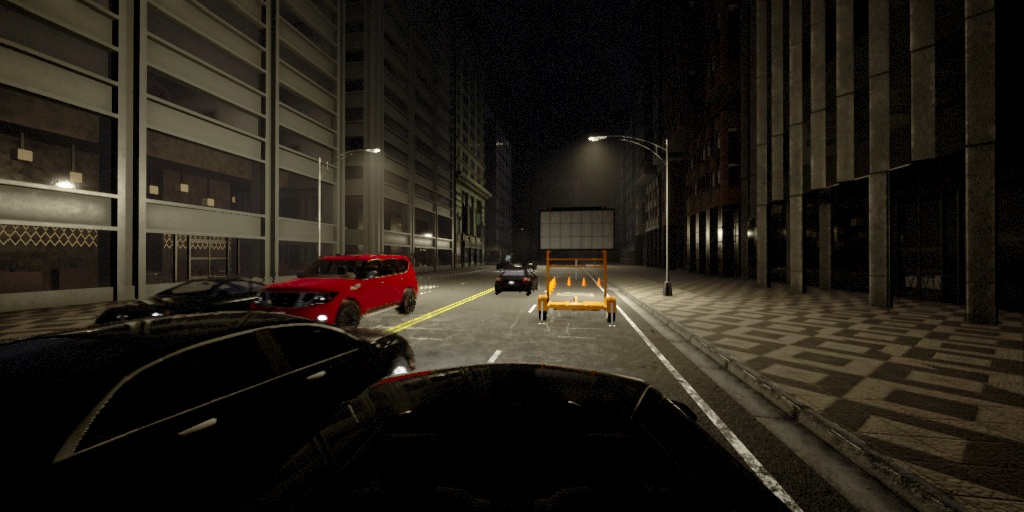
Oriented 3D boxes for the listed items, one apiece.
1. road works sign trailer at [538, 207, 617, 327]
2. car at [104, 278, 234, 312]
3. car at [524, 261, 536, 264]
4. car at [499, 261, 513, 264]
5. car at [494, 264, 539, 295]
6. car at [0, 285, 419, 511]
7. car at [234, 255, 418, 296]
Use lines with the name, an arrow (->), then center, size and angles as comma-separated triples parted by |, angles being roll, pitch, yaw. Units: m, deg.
road works sign trailer -> 2.095, 0.220, 11.710 | 2.380, 3.560, 2.880 | 0, 0, 10
car -> -8.228, 1.315, 9.793 | 1.994, 1.385, 4.181 | 0, 0, 10
car -> 2.543, 1.401, 53.295 | 2.033, 1.411, 5.357 | 0, 0, 10
car -> -0.996, 1.395, 51.898 | 2.033, 1.411, 5.357 | 0, 0, 10
car -> 0.332, 1.330, 20.057 | 1.994, 1.385, 4.181 | 0, 0, 10
car -> -2.563, 1.254, 3.193 | 1.837, 1.490, 4.892 | 0, 0, 10
car -> -4.765, 0.974, 10.761 | 2.150, 2.045, 5.566 | 0, 0, 10
